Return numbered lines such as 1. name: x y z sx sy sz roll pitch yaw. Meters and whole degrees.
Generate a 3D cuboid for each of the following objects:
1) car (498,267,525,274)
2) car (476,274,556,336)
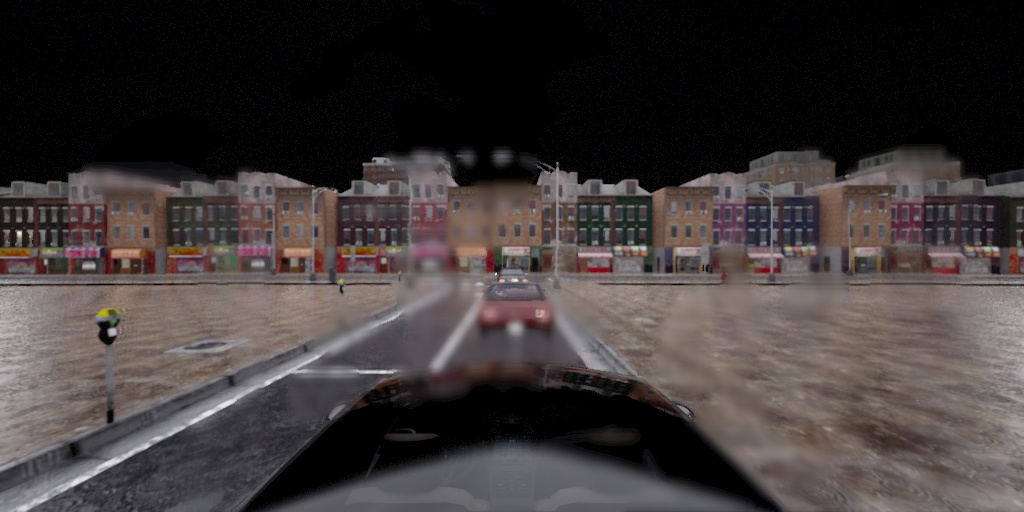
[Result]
1. car: -0.055 1.388 21.944 2.033 1.411 5.357 0 0 -3
2. car: 0.093 1.390 10.546 1.895 1.301 4.718 0 0 0
